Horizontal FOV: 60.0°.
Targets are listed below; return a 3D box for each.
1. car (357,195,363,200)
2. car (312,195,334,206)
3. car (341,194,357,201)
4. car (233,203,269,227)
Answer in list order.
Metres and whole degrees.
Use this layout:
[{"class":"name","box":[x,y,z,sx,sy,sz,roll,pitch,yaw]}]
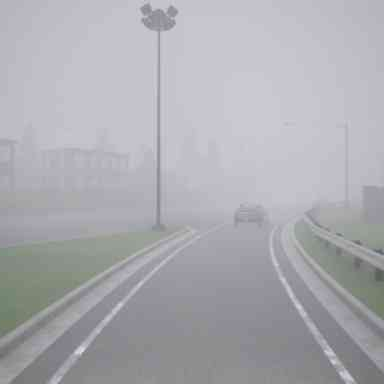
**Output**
[{"class":"car","box":[43.573,1.608,83.589,1.994,1.385,4.181,0,0,37]},{"class":"car","box":[20.894,1.586,53.563,1.994,1.385,4.181,0,0,36]},{"class":"car","box":[40.559,1.589,85.407,2.033,1.411,5.357,0,0,37]},{"class":"car","box":[4.125,1.491,22.800,2.128,1.511,4.902,0,0,19]}]
